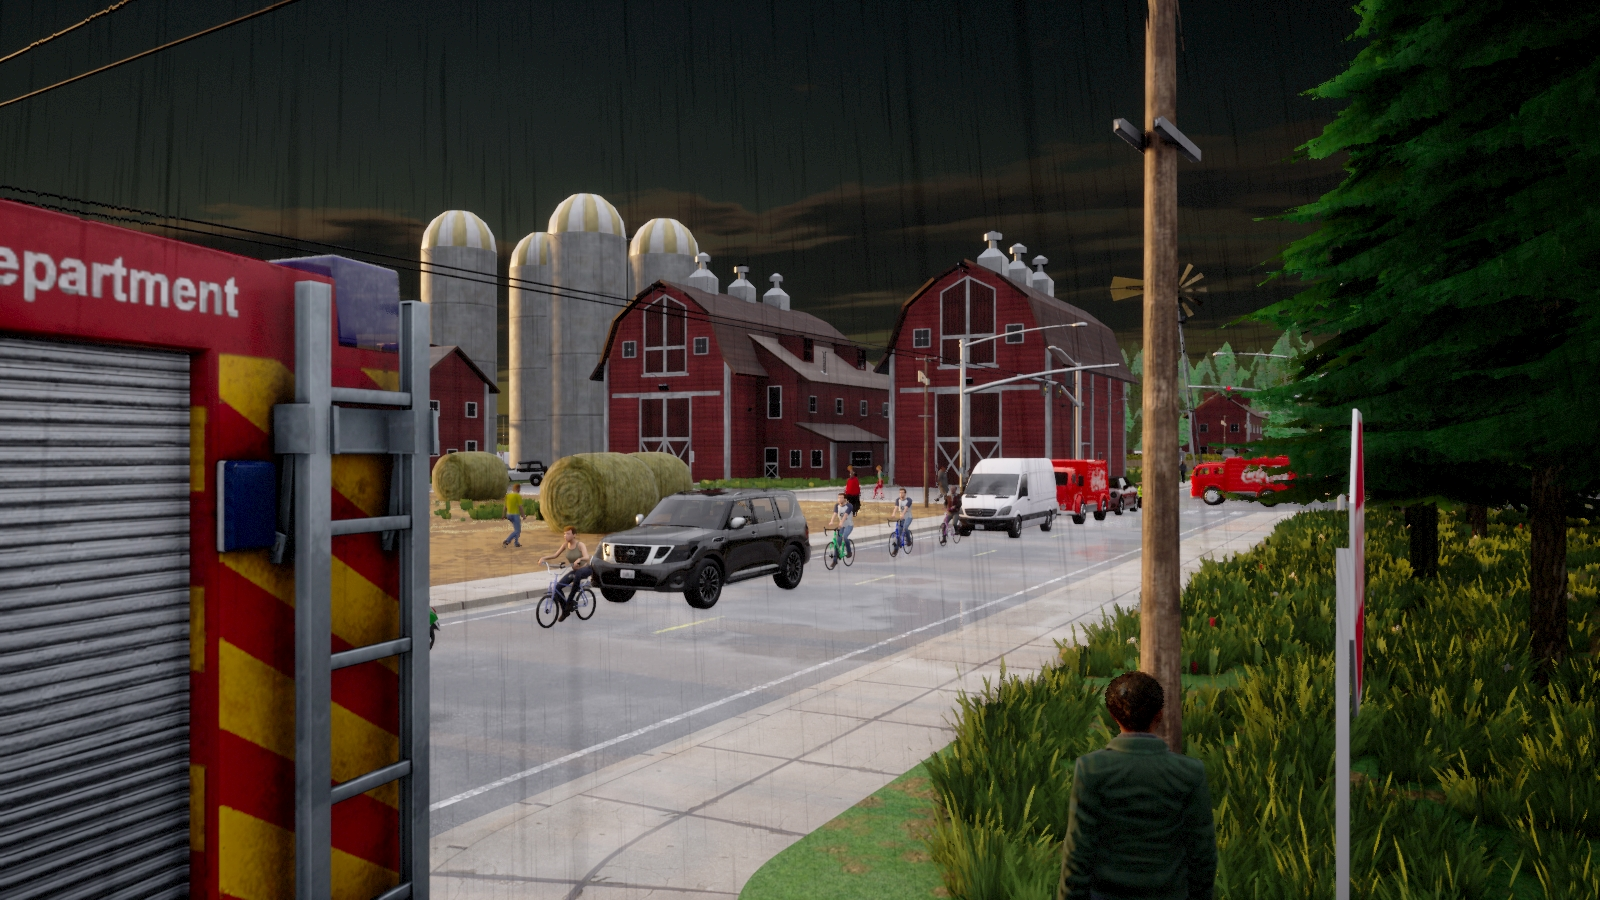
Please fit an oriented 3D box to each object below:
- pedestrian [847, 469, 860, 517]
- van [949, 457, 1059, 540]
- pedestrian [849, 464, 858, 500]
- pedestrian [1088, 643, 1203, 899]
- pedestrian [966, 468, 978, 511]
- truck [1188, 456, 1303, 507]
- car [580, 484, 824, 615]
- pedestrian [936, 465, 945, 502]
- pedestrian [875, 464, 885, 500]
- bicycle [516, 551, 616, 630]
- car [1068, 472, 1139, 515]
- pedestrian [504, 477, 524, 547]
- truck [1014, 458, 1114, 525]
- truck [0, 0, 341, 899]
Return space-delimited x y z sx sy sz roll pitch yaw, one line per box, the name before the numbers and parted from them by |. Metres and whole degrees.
pedestrian | 2.103 1.678 44.751 0.375 1.860 0.375 0 0 -42
van | 7.066 1.534 38.946 1.988 2.561 5.915 0 0 28
pedestrian | 2.810 1.668 59.736 0.375 1.860 0.375 0 0 19
pedestrian | 1.235 1.663 4.123 0.375 1.860 0.375 0 0 13
pedestrian | 7.370 1.694 49.043 0.375 1.860 0.375 0 0 32
truck | 22.565 1.553 57.881 5.204 2.467 2.627 0 0 27
car | -1.716 1.779 22.426 2.150 2.045 5.566 0 0 27
pedestrian | 7.077 1.670 57.357 0.375 1.860 0.375 0 0 19
pedestrian | 4.187 1.670 59.909 0.375 1.860 0.375 0 0 27
bicycle | -3.785 2.256 18.579 0.859 1.080 1.487 0 0 28
car | 13.658 1.903 51.219 2.097 1.767 4.553 0 0 28
pedestrian | -7.776 1.681 31.035 0.375 1.860 0.375 0 0 36
truck | 10.557 1.568 45.372 2.627 2.467 5.204 0 0 28
truck | -5.973 0.867 3.800 8.468 3.827 2.891 0 0 20
